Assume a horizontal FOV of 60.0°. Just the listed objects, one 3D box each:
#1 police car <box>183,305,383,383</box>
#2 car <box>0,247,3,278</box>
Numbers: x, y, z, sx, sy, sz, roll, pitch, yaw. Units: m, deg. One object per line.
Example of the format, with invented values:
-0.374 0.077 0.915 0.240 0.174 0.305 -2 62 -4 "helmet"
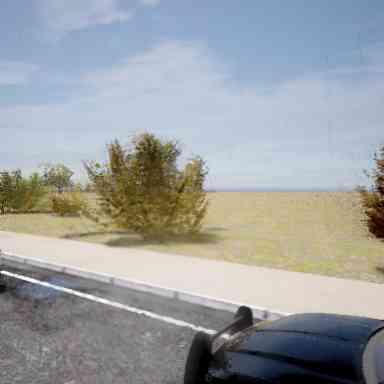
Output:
2.290 1.425 1.929 5.238 1.638 1.930 0 0 36 "police car"
-6.598 1.503 8.273 4.792 1.488 2.163 0 0 36 "car"
